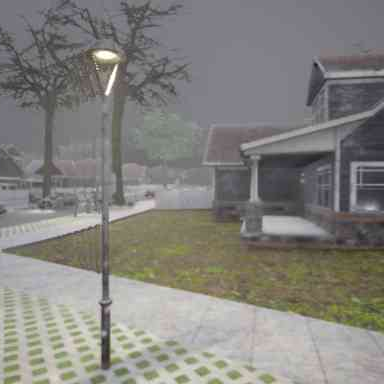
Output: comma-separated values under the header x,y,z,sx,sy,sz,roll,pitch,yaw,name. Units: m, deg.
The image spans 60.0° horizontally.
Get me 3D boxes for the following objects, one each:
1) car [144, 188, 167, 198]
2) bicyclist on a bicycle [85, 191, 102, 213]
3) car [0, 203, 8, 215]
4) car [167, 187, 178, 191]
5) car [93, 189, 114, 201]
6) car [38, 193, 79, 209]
x,y,z,sx,sy,sz,roll,pitch,yaw,name
-5.600,0.144,49.716,1.895,1.301,4.718,1,2,11,car
-7.163,0.757,24.523,1.656,1.620,0.582,1,2,10,bicyclist on a bicycle
-13.954,1.130,20.459,2.033,1.411,5.357,1,3,12,car
-3.871,-0.170,59.571,1.895,1.301,4.718,1,2,10,car
-10.248,0.331,40.303,2.128,1.511,4.902,1,2,10,car
-12.074,0.759,30.305,1.994,1.385,4.181,1,2,11,car
